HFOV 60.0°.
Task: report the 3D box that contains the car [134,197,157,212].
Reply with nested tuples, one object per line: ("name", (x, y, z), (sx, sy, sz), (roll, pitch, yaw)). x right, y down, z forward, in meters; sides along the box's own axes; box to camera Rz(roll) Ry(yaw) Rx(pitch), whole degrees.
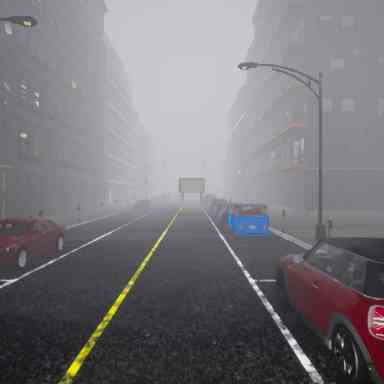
("car", (-5.689, 1.553, 39.191), (1.947, 1.339, 4.313), (0, 0, 0))

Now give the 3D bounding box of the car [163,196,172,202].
("car", (-5.690, 1.541, 78.648), (1.802, 1.307, 4.206), (0, 0, 0))

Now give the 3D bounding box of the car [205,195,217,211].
("car", (2.692, 1.430, 33.553), (1.967, 1.590, 4.097), (0, 0, 0))

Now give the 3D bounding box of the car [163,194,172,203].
("car", (-5.689, 1.408, 67.375), (1.967, 1.590, 4.097), (0, 0, 0))

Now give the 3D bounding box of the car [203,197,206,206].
("car", (2.692, 1.537, 39.188), (2.008, 1.369, 4.403), (0, 0, 0))

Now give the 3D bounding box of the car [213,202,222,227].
("car", (2.691, 1.560, 22.280), (1.947, 1.339, 4.313), (0, 0, 0))

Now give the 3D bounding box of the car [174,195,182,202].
("car", (-3.001, 1.444, 75.959), (1.812, 1.442, 4.674), (0, 0, 0))

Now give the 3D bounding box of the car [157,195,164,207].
("car", (-5.689, 1.505, 50.295), (1.752, 1.417, 4.829), (0, 0, 0))

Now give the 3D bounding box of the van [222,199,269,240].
("van", (2.692, 1.337, 16.643), (1.690, 1.788, 3.998), (0, 0, 0))

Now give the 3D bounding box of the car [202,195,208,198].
("car", (2.693, 1.295, 50.461), (2.192, 1.841, 5.009), (0, 0, 0))

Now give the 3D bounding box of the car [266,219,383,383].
("car", (2.692, 1.439, 5.370), (1.967, 1.590, 4.097), (0, 0, 0))

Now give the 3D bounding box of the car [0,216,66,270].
("car", (-5.689, 1.542, 11.010), (1.887, 1.381, 4.507), (0, 0, 0))

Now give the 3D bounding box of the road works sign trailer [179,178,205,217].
("road works sign trailer", (0.000, 0.455, 31.685), (2.380, 3.560, 2.880), (0, 0, 0))

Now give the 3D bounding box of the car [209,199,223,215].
("car", (2.692, 1.537, 27.916), (1.887, 1.381, 4.507), (0, 0, 0))

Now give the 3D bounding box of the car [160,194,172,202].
("car", (-5.688, 1.279, 73.011), (2.192, 1.841, 5.009), (0, 0, 0))
